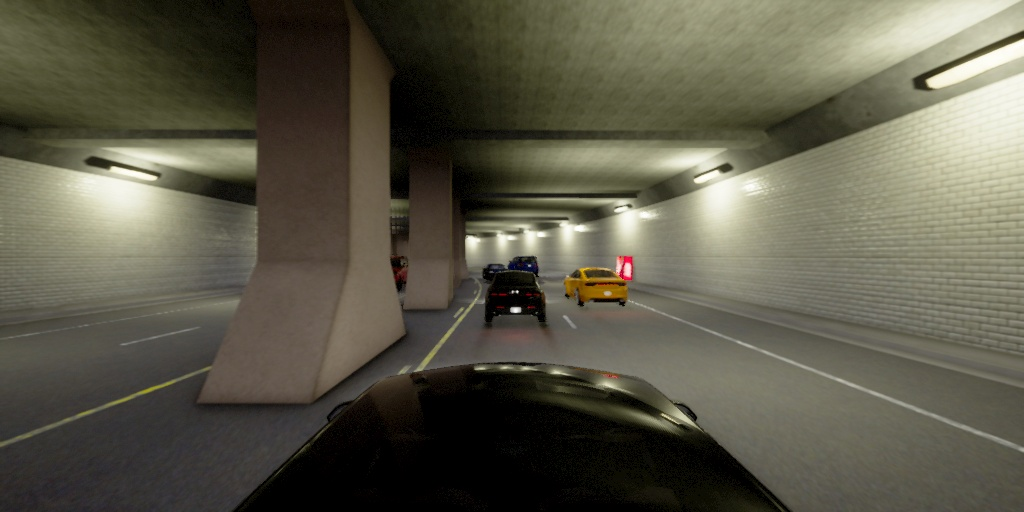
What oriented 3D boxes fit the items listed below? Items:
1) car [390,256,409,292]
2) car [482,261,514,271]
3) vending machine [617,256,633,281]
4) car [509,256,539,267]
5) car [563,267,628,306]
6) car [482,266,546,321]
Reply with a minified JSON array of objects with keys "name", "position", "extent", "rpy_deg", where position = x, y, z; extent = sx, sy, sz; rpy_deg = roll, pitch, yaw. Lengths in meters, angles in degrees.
[{"name":"car","position":[-7.552,0.993,21.970],"extent":[2.150,2.045,5.566],"rpy_deg":[0,0,-5]},{"name":"car","position":[-1.483,1.330,30.956],"extent":[2.033,1.411,5.357],"rpy_deg":[0,0,-10]},{"name":"vending machine","position":[8.588,0.975,27.266],"extent":[1.100,2.100,0.880],"rpy_deg":[0,0,-7]},{"name":"car","position":[1.038,1.010,35.880],"extent":[2.150,2.045,5.566],"rpy_deg":[0,0,-13]},{"name":"car","position":[3.511,1.244,15.842],"extent":[1.882,1.535,5.008],"rpy_deg":[0,0,-1]},{"name":"car","position":[0.076,1.267,12.470],"extent":[1.837,1.490,4.892],"rpy_deg":[0,0,-1]}]
